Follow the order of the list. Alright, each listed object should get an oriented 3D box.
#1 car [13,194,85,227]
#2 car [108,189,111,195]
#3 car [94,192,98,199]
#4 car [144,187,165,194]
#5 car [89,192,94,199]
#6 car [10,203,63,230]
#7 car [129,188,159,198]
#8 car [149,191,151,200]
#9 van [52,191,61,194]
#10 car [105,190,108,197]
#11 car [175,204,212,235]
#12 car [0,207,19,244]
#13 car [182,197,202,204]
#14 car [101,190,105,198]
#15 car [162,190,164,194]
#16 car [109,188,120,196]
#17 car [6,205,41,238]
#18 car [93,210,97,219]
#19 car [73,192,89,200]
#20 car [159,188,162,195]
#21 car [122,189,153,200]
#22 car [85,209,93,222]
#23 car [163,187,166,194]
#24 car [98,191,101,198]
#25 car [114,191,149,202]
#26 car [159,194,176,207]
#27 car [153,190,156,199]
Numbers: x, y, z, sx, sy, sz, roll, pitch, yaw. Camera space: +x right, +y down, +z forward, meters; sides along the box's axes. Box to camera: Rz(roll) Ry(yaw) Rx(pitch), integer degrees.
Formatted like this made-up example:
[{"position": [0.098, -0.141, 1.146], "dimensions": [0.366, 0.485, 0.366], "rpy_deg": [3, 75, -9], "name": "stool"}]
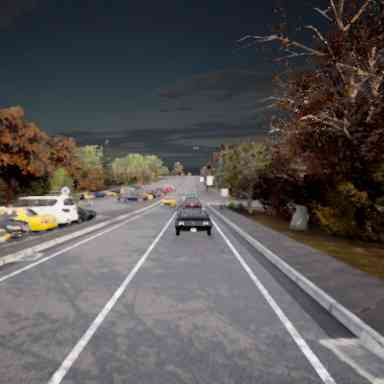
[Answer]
[{"position": [-10.154, 1.307, 21.183], "dimensions": [5.566, 2.045, 2.435], "rpy_deg": [0, 0, 0], "name": "car"}, {"position": [-23.188, 0.635, 81.640], "dimensions": [4.892, 1.521, 2.231], "rpy_deg": [0, 1, 0], "name": "car"}, {"position": [-23.436, 0.868, 70.488], "dimensions": [5.366, 1.575, 1.946], "rpy_deg": [0, 1, 0], "name": "car"}, {"position": [-10.117, 0.340, 87.194], "dimensions": [4.553, 1.767, 2.185], "rpy_deg": [0, 2, 0], "name": "car"}, {"position": [-23.450, 0.900, 67.693], "dimensions": [5.366, 1.575, 1.946], "rpy_deg": [0, 1, 0], "name": "car"}, {"position": [-10.323, 1.541, 18.406], "dimensions": [5.366, 1.575, 1.946], "rpy_deg": [0, 0, 0], "name": "car"}, {"position": [-10.213, 0.655, 67.687], "dimensions": [5.566, 2.045, 2.435], "rpy_deg": [0, 1, 0], "name": "car"}, {"position": [-10.256, 0.980, 59.331], "dimensions": [4.792, 1.488, 2.163], "rpy_deg": [0, 0, 0], "name": "car"}, {"position": [-23.194, 0.729, 56.529], "dimensions": [4.442, 1.987, 1.878], "rpy_deg": [1, 0, 0], "name": "van"}, {"position": [-23.203, 0.711, 78.723], "dimensions": [5.008, 1.535, 2.097], "rpy_deg": [0, 1, 0], "name": "car"}, {"position": [0.072, 1.589, 18.681], "dimensions": [1.895, 1.301, 4.718], "rpy_deg": [0, 0, 0], "name": "car"}, {"position": [-9.976, 1.512, 12.852], "dimensions": [5.366, 1.575, 1.946], "rpy_deg": [0, 0, 0], "name": "car"}, {"position": [0.008, 1.348, 36.389], "dimensions": [2.097, 1.767, 4.553], "rpy_deg": [0, 0, 0], "name": "car"}, {"position": [-23.217, 0.774, 75.934], "dimensions": [5.008, 1.535, 2.097], "rpy_deg": [0, 1, 0], "name": "car"}, {"position": [-10.085, 0.667, 81.626], "dimensions": [4.792, 1.488, 2.163], "rpy_deg": [0, 2, 0], "name": "car"}, {"position": [-22.967, 0.365, 89.869], "dimensions": [5.366, 1.575, 1.946], "rpy_deg": [0, 2, 0], "name": "car"}, {"position": [-10.156, 1.530, 15.628], "dimensions": [4.892, 1.521, 2.231], "rpy_deg": [0, 0, 0], "name": "car"}, {"position": [-10.073, 1.617, 26.733], "dimensions": [4.792, 1.488, 2.163], "rpy_deg": [0, 0, 0], "name": "car"}, {"position": [-23.307, 0.956, 64.901], "dimensions": [4.792, 1.488, 2.163], "rpy_deg": [0, 0, 0], "name": "car"}, {"position": [-10.097, 0.585, 78.835], "dimensions": [4.553, 1.767, 2.185], "rpy_deg": [0, 1, 0], "name": "car"}, {"position": [-10.243, 0.818, 62.116], "dimensions": [4.553, 1.767, 2.185], "rpy_deg": [0, 0, 0], "name": "car"}, {"position": [-10.120, 1.573, 23.957], "dimensions": [5.008, 1.535, 2.097], "rpy_deg": [0, 0, 0], "name": "car"}, {"position": [-10.103, 0.241, 89.972], "dimensions": [4.553, 1.767, 2.185], "rpy_deg": [0, 2, 0], "name": "car"}, {"position": [-23.207, 0.859, 73.143], "dimensions": [4.792, 1.488, 2.163], "rpy_deg": [0, 1, 0], "name": "car"}, {"position": [-10.211, 0.986, 56.547], "dimensions": [4.792, 1.488, 2.163], "rpy_deg": [0, 0, 0], "name": "car"}, {"position": [-3.415, 1.431, 49.325], "dimensions": [1.882, 1.535, 5.008], "rpy_deg": [0, 0, 0], "name": "car"}, {"position": [-10.193, 0.930, 64.896], "dimensions": [5.008, 1.535, 2.097], "rpy_deg": [0, 1, 0], "name": "car"}]
